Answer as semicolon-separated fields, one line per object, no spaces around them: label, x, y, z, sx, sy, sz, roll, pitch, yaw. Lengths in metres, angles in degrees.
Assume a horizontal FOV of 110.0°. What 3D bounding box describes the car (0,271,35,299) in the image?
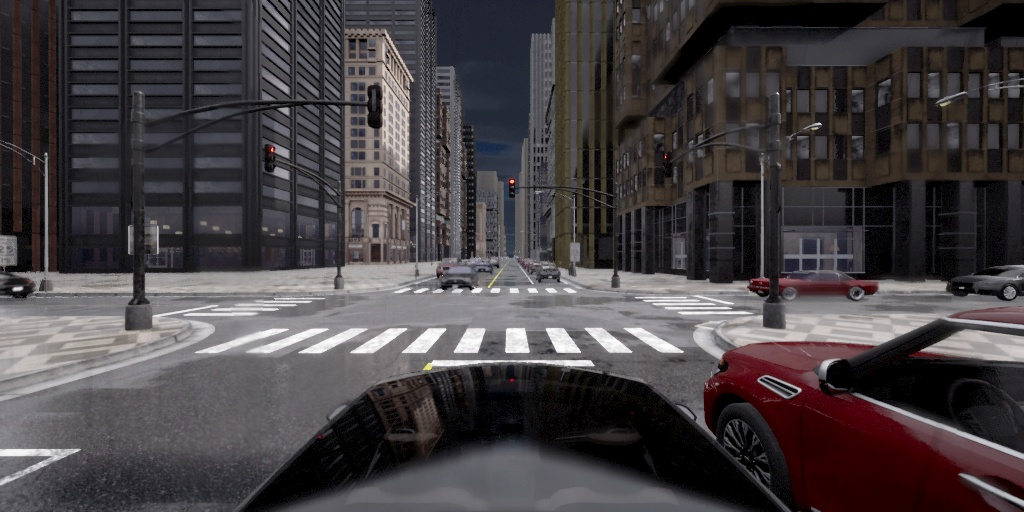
car;-24.600;1.327;16.187;4.674;1.442;1.812;0;0;0

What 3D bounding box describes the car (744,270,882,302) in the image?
car;13.527;1.314;16.346;4.718;1.301;1.895;0;0;0

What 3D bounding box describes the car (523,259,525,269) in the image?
car;2.785;1.300;45.097;1.888;1.381;4.507;0;0;0

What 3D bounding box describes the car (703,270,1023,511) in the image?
car;2.762;1.065;1.202;2.192;1.841;5.009;0;0;0

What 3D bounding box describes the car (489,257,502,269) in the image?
car;-3.014;1.238;58.293;1.882;1.535;5.008;0;0;0

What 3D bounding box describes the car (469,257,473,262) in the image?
car;-5.743;1.193;39.452;1.967;1.591;4.097;0;0;0

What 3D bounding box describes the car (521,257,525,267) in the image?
car;2.790;1.199;56.378;1.967;1.591;4.097;0;0;0

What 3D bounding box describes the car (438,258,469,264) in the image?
car;-5.746;1.067;33.810;2.192;1.841;5.009;0;0;0

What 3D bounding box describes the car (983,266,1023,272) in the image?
car;22.961;1.197;16.388;4.892;1.490;1.837;0;0;0

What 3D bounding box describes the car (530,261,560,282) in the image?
car;2.776;1.302;28.175;2.007;1.370;4.403;0;0;0

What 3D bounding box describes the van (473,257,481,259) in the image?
van;-5.735;1.100;56.373;1.690;1.789;3.998;0;0;0

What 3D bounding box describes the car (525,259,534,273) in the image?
car;2.782;1.304;39.456;2.007;1.370;4.403;0;0;0

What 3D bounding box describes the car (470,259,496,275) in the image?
car;-3.079;1.318;38.700;1.994;1.385;4.181;0;0;0

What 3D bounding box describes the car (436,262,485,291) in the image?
car;-3.088;1.297;22.208;2.033;1.411;5.357;0;0;0
